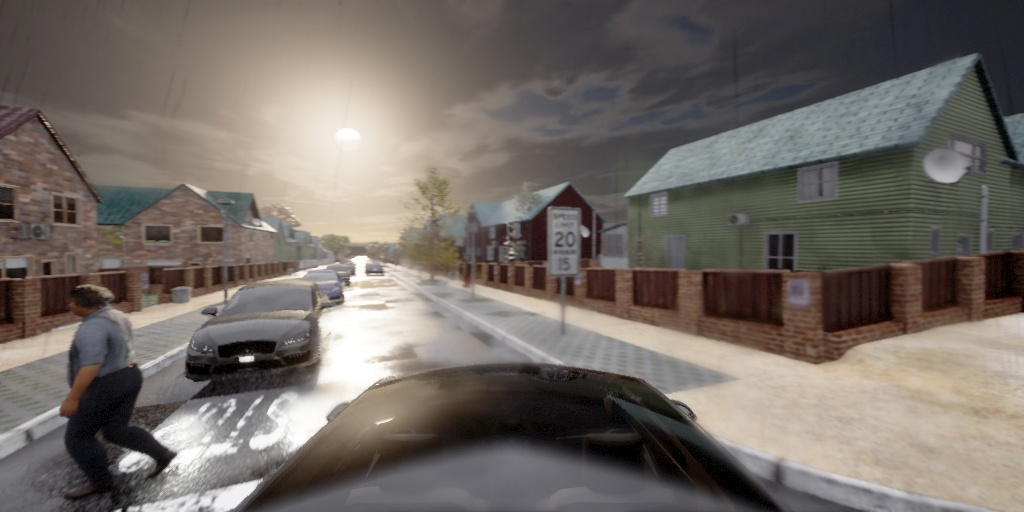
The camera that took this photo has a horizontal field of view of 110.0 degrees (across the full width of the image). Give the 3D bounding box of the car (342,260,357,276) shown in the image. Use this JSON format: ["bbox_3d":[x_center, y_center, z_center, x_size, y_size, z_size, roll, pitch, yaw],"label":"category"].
[{"bbox_3d":[-18.350,1.257,39.808,2.097,1.767,4.553,0,0,-23],"label":"car"}]

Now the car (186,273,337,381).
[{"bbox_3d":[-4.948,1.309,7.628,1.837,1.490,4.892,0,0,-23],"label":"car"}]

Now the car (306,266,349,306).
[{"bbox_3d":[-8.516,1.357,16.104,1.812,1.442,4.674,0,0,-23],"label":"car"}]

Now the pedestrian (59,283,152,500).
[{"bbox_3d":[-3.496,1.088,3.059,0.375,1.860,0.375,-2,2,-23],"label":"pedestrian"}]

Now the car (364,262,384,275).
[{"bbox_3d":[-15.846,1.452,41.222,1.994,1.385,4.181,0,0,-23],"label":"car"}]

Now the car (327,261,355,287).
[{"bbox_3d":[-12.515,1.366,25.662,1.837,1.490,4.892,0,0,-23],"label":"car"}]
